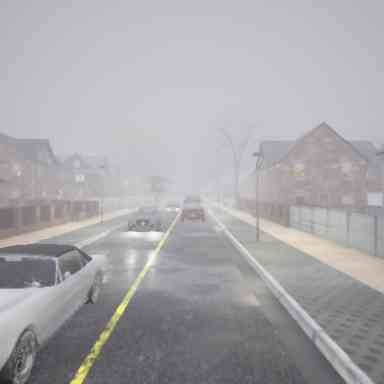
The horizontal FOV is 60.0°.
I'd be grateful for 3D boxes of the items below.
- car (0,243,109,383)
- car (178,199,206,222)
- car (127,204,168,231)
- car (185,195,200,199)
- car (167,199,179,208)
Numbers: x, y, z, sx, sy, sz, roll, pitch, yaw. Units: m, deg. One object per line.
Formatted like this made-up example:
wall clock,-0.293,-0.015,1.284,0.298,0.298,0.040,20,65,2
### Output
car,-2.851,1.622,5.441,1.895,1.301,4.718,0,0,0
car,0.089,1.589,27.145,1.882,1.535,5.008,0,0,0
car,-2.853,1.650,21.333,1.994,1.385,4.181,0,0,0
car,0.075,1.390,38.788,2.150,2.045,5.566,0,0,0
car,-2.836,1.792,51.439,1.994,1.385,4.181,0,0,0
